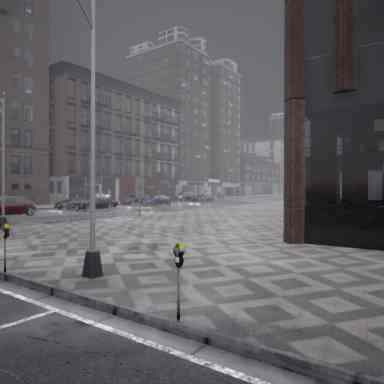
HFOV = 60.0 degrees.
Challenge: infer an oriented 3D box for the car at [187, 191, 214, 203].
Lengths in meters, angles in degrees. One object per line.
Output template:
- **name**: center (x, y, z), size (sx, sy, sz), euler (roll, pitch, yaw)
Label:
- **car**: center (1.646, 0.936, 50.568), size (1.994, 1.385, 4.181), euler (0, 1, 36)

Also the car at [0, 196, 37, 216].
- **car**: center (-15.265, 1.124, 27.106), size (2.097, 1.767, 4.553), euler (0, 1, 36)

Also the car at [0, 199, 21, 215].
- **car**: center (-17.848, 1.355, 29.082), size (1.895, 1.301, 4.718), euler (0, 1, 36)

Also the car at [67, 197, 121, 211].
- **car**: center (-10.019, 1.246, 34.403), size (1.895, 1.301, 4.718), euler (0, 1, 36)

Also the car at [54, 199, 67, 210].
- **car**: center (-12.742, 1.194, 36.215), size (1.994, 1.385, 4.181), euler (0, 1, 34)

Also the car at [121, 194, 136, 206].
- **car**: center (-7.298, 1.007, 43.746), size (1.837, 1.490, 4.892), euler (0, 1, 36)

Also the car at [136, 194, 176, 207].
- **car**: center (-4.486, 1.039, 42.094), size (1.812, 1.442, 4.674), euler (0, 1, 36)

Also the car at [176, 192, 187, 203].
- **car**: center (-1.260, 0.714, 52.095), size (2.097, 1.767, 4.553), euler (0, 1, 36)
